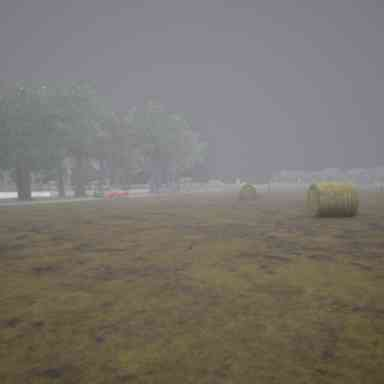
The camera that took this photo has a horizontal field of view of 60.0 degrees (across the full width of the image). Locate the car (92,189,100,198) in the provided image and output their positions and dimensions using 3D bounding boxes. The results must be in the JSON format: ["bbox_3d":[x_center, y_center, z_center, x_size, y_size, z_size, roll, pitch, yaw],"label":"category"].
[{"bbox_3d":[-15.537,0.039,60.843,2.150,2.045,5.566,-1,1,36],"label":"car"}]

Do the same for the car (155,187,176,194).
[{"bbox_3d":[-5.594,-0.335,70.011,2.033,1.411,5.357,-1,2,35],"label":"car"}]

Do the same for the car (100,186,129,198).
[{"bbox_3d":[-13.319,0.124,59.082,2.097,1.767,4.553,-1,1,36],"label":"car"}]
